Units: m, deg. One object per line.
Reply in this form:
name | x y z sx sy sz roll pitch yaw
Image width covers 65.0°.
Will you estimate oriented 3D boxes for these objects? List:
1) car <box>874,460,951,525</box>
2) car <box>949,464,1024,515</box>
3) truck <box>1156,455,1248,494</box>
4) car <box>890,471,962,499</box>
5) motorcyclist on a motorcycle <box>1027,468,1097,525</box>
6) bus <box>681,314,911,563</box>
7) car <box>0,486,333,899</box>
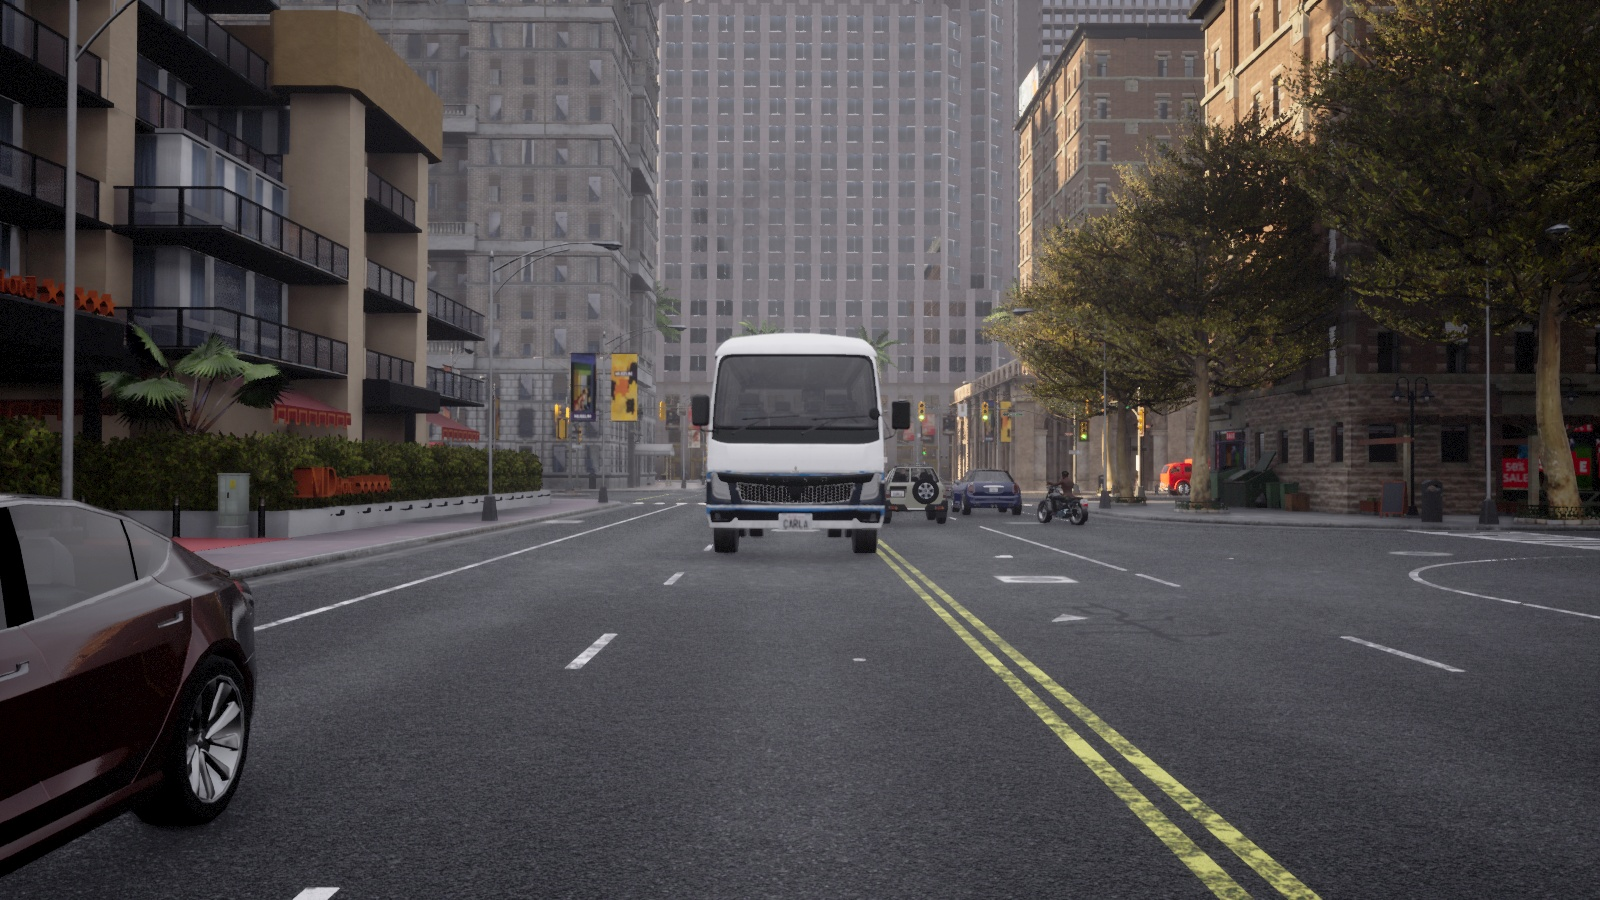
car | 3.377 1.264 38.578 1.932 1.855 4.605 0 -1 0
car | 6.854 1.426 46.565 2.097 1.767 4.553 0 -1 0
truck | 26.479 1.608 82.778 5.204 2.467 2.627 0 -1 0
car | 7.105 1.952 70.858 3.705 1.549 1.789 -1 -1 41
motorcyclist on a motorcycle | 7.800 1.362 37.491 0.766 1.649 2.350 0 -1 -26
bus | -0.089 -0.114 26.696 3.944 4.253 10.273 0 -1 0
car | -3.514 0.898 4.152 2.163 1.488 4.792 0 -1 0
